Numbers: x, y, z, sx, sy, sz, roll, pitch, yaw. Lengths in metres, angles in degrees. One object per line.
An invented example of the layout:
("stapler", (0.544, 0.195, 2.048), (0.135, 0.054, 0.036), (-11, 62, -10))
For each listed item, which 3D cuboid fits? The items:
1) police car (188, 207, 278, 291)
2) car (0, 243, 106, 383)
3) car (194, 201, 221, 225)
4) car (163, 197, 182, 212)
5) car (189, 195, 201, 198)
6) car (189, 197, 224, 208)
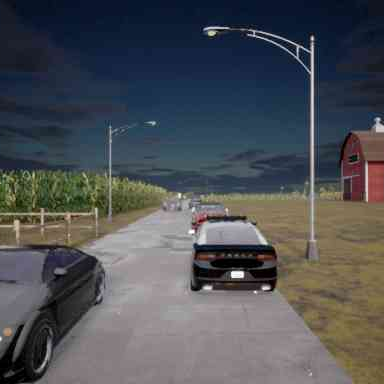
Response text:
("police car", (0.926, 1.430, 9.140), (1.930, 1.638, 5.238), (0, 0, 1))
("car", (-2.792, 1.565, 5.295), (1.994, 1.385, 4.181), (0, 0, 1))
("car", (1.105, 1.527, 25.033), (1.837, 1.490, 4.892), (0, 0, 1))
("car", (-2.303, 1.412, 39.780), (2.097, 1.767, 4.553), (0, 0, 1))
("car", (0.532, 1.597, 46.473), (2.128, 1.511, 4.902), (0, 0, 1))
("car", (1.036, 1.366, 19.002), (2.097, 1.767, 4.553), (0, 0, 1))
